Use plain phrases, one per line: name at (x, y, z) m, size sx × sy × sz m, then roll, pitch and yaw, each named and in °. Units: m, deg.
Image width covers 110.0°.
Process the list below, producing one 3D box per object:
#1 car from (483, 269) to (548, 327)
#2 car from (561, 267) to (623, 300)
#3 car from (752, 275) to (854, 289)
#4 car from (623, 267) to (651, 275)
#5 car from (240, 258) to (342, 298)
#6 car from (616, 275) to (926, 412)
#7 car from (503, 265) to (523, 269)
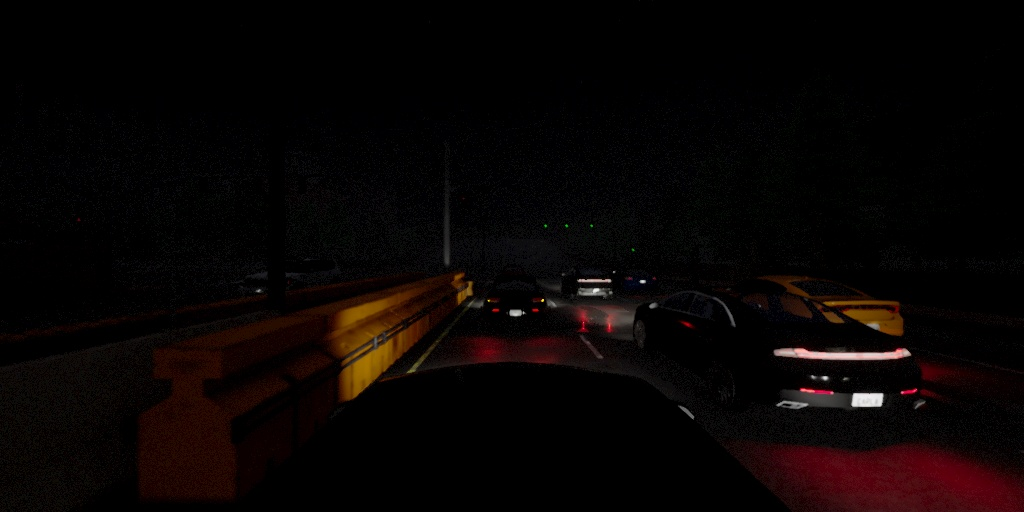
car at (0.094, 1.297, 11.513) m, size 1.812 × 1.442 × 4.674 m, roll 0°, pitch 0°, yaw 0°
car at (3.599, 1.278, 17.797) m, size 2.128 × 1.511 × 4.902 m, roll 0°, pitch 0°, yaw 0°
car at (7.097, 1.245, 9.525) m, size 1.882 × 1.535 × 5.008 m, roll 0°, pitch 0°, yaw 0°
car at (7.093, 1.359, 21.460) m, size 1.994 × 1.385 × 4.181 m, roll 0°, pitch 0°, yaw 0°
car at (-10.506, 1.112, 17.668) m, size 2.150 × 2.045 × 5.566 m, roll 0°, pitch 0°, yaw 0°
car at (3.599, 1.251, 6.057) m, size 2.128 × 1.511 × 4.902 m, roll 0°, pitch 0°, yaw 0°
car at (0.093, 1.327, 24.960) m, size 1.812 × 1.442 × 4.674 m, roll 0°, pitch 0°, yaw 0°
